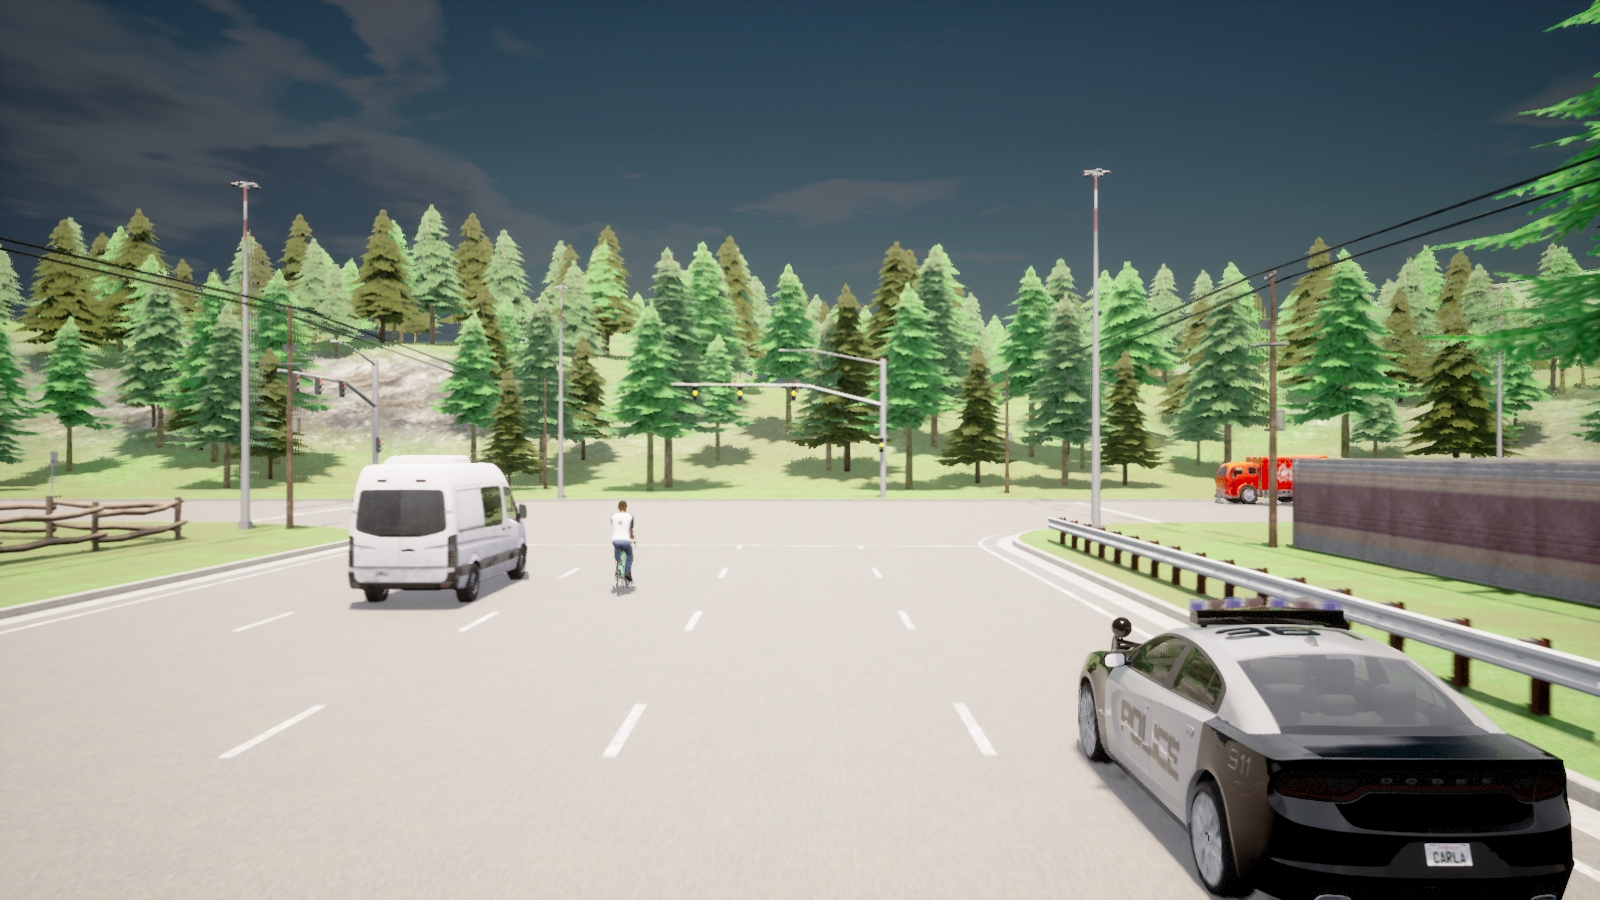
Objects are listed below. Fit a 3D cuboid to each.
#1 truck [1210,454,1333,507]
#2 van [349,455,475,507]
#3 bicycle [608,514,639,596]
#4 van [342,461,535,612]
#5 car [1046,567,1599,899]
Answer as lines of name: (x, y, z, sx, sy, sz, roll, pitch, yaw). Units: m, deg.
truck: (24.229, 1.542, 58.907, 5.204, 2.467, 2.627, -2, 0, 1)
van: (-19.611, 1.535, 57.824, 5.915, 2.561, 1.988, 0, 0, 15)
bicycle: (-3.498, 2.056, 22.683, 0.373, 1.496, 1.643, 0, 0, 0)
van: (-6.993, 1.535, 22.899, 1.988, 2.561, 5.915, 0, 0, 0)
car: (3.501, 1.982, 8.754, 2.097, 1.638, 5.238, 0, 0, 0)
